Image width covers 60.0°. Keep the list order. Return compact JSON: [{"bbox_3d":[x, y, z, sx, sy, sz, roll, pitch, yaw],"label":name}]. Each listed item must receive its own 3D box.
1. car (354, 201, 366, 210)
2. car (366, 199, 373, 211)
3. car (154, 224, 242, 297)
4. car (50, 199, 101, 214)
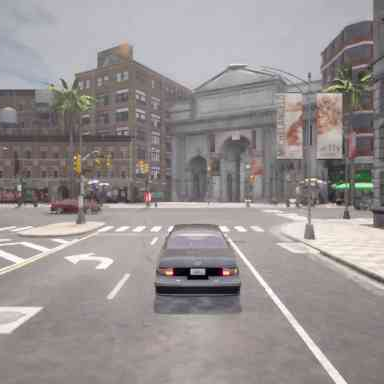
[{"bbox_3d":[22.274,1.564,40.989,4.181,1.385,1.994,0,0,0],"label":"car"},{"bbox_3d":[22.701,1.526,37.490,4.674,1.442,1.812,0,0,1],"label":"car"},{"bbox_3d":[0.110,1.547,8.762,2.033,1.411,5.357,0,0,0],"label":"car"},{"bbox_3d":[-11.862,1.477,34.141,5.008,1.535,1.882,0,0,1],"label":"car"}]
